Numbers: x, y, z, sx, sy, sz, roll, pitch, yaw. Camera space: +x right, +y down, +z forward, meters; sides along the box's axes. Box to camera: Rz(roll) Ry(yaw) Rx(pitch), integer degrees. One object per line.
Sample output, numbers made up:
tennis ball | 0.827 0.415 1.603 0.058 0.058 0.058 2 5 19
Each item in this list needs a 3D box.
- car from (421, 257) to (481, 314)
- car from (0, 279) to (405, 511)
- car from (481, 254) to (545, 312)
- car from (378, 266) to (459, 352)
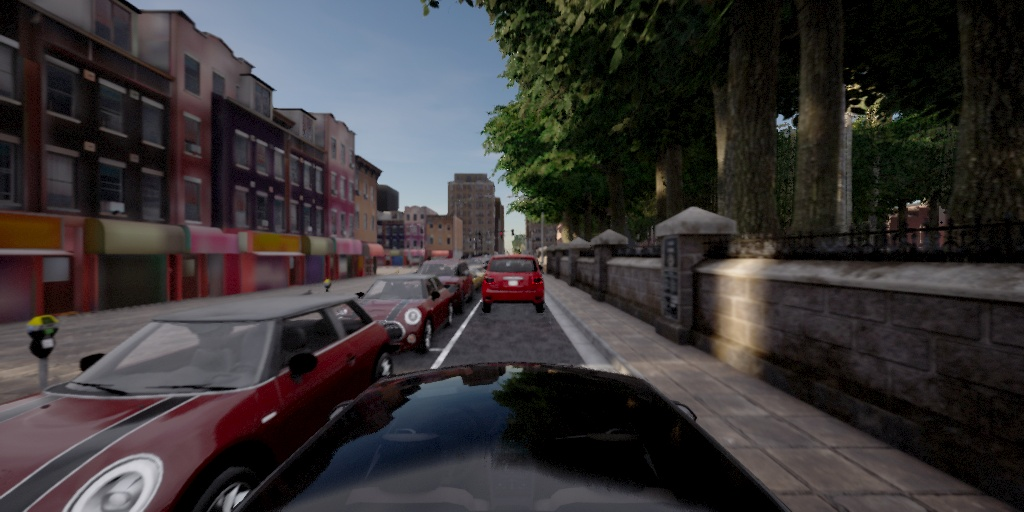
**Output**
car | -2.649 1.051 13.943 2.192 1.841 5.009 0 0 0
car | -2.648 1.188 3.402 1.967 1.591 4.097 0 0 0
car | 0.061 0.959 14.277 2.150 2.045 5.566 0 0 0
car | -2.648 1.182 8.673 1.967 1.591 4.097 0 0 0
